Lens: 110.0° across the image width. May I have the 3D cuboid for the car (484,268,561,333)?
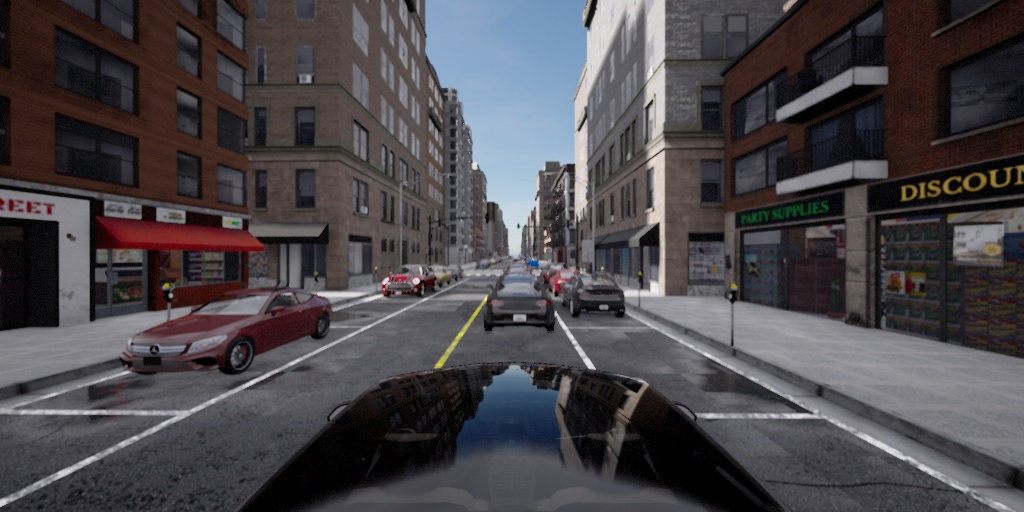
[{"bbox_3d":[0.205,1.267,10.639,1.812,1.442,4.674,0,0,1],"label":"car"}]

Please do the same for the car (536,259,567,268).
[{"bbox_3d":[2.908,1.168,23.894,1.967,1.591,4.097,0,0,1],"label":"car"}]

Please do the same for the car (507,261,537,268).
[{"bbox_3d":[0.350,1.256,22.018,1.812,1.442,4.674,0,0,1],"label":"car"}]

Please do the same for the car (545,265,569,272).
[{"bbox_3d":[2.837,1.316,18.375,1.802,1.307,4.207,0,0,1],"label":"car"}]

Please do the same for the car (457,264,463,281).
[{"bbox_3d":[-5.045,1.273,29.507,2.007,1.370,4.403,0,0,1],"label":"car"}]

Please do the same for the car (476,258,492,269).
[{"bbox_3d":[-4.695,1.245,56.586,2.007,1.370,4.403,0,0,1],"label":"car"}]

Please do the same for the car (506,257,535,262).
[{"bbox_3d":[0.861,1.174,34.293,1.801,1.575,5.366,0,0,8],"label":"car"}]

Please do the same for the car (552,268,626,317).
[{"bbox_3d":[2.765,1.289,12.857,2.007,1.370,4.403,0,0,1],"label":"car"}]

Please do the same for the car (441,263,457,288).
[{"bbox_3d":[-5.119,1.254,23.819,1.751,1.417,4.829,0,0,1],"label":"car"}]

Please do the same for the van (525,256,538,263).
[{"bbox_3d":[3.329,1.035,56.491,1.690,1.789,3.998,0,0,1],"label":"van"}]

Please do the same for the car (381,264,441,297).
[{"bbox_3d":[-5.188,1.173,18.472,1.967,1.591,4.097,0,0,1],"label":"car"}]

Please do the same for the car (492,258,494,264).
[{"bbox_3d":[-4.622,1.234,62.267,1.888,1.381,4.507,0,0,1],"label":"car"}]

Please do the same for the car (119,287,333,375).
[{"bbox_3d":[-5.330,1.326,7.435,1.802,1.307,4.207,0,0,1],"label":"car"}]
